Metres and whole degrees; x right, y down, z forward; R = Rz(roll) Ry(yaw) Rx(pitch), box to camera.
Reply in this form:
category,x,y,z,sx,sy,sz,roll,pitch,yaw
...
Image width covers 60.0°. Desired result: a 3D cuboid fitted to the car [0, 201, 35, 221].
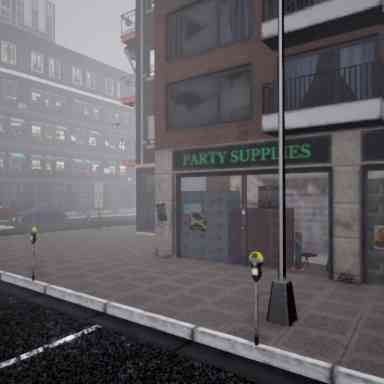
category,x,y,z,sx,sy,sz,roll,pitch,yaw
car,-14.952,1.609,26.714,2.192,1.841,5.009,-1,-2,35

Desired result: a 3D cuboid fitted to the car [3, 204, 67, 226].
category,x,y,z,sx,sy,sz,roll,pitch,yaw
car,-12.057,1.871,26.304,1.994,1.385,4.181,0,-1,35
